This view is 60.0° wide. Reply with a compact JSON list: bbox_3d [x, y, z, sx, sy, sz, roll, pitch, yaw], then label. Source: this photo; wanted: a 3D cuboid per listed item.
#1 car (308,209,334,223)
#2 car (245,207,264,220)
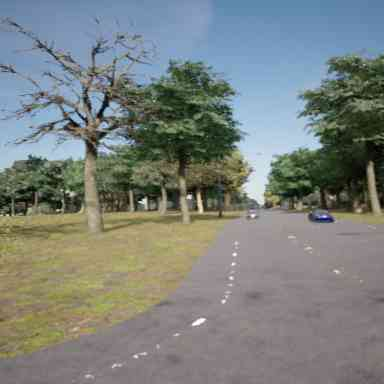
[{"bbox_3d":[14.074,2.567,36.527,1.994,1.385,4.181,-3,-2,9],"label":"car"},{"bbox_3d":[8.965,3.258,48.961,2.128,1.511,4.902,-3,-3,10],"label":"car"}]
